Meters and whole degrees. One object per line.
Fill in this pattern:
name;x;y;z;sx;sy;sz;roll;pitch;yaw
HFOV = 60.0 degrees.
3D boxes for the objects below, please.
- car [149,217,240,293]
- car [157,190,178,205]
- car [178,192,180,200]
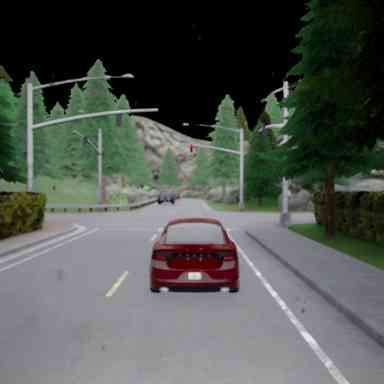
car;0.065;1.389;8.675;1.882;1.535;5.008;0;1;0
car;-3.586;0.748;46.997;2.150;2.045;5.566;0;0;0
car;-3.783;0.561;65.070;2.150;2.045;5.566;0;1;-12
